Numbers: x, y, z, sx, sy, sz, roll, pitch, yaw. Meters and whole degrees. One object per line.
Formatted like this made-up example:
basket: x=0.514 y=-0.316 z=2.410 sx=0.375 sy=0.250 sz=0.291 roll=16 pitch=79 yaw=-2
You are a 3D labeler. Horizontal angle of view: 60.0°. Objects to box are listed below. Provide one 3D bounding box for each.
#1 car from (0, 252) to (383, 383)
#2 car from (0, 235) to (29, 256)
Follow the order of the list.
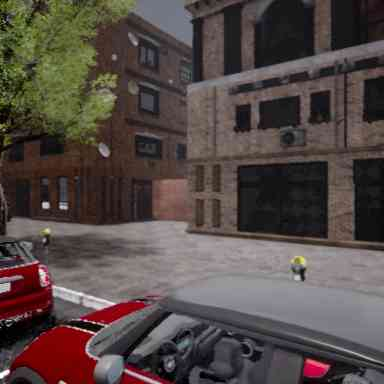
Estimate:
car: x=0.258 y=1.441 z=2.690 sx=4.097 sy=1.590 sz=1.967 roll=0 pitch=0 yaw=36
car: x=-4.379 y=1.443 z=5.999 sx=4.097 sy=1.590 sz=1.967 roll=0 pitch=0 yaw=36
